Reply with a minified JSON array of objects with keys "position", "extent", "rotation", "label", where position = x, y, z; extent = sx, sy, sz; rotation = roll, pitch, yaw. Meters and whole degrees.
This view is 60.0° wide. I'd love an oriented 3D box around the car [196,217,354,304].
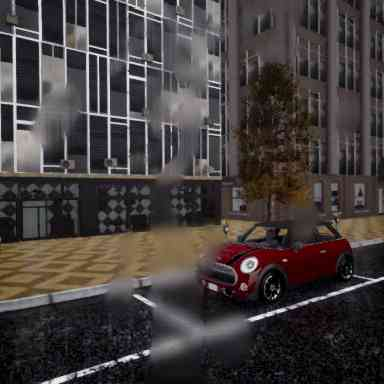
[{"position":[2.054,1.439,8.035],"extent":[4.097,1.590,1.967],"rotation":[0,-1,-35],"label":"car"}]
